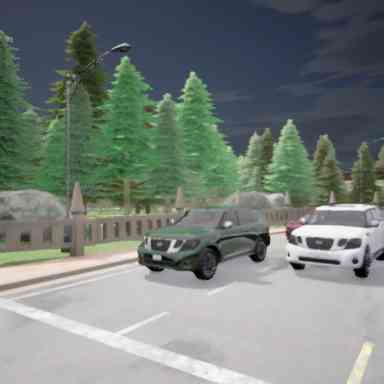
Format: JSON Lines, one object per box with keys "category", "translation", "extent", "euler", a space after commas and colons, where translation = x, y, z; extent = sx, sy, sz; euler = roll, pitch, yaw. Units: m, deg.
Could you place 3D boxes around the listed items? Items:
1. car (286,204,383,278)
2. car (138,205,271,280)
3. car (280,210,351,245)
{"category": "car", "translation": [5.213, 1.459, 11.436], "extent": [2.150, 2.045, 5.566], "euler": [-2, -2, 38]}
{"category": "car", "translation": [0.732, 1.487, 11.310], "extent": [2.150, 2.045, 5.566], "euler": [-2, -2, 38]}
{"category": "car", "translation": [7.146, 1.888, 18.861], "extent": [1.882, 1.535, 5.008], "euler": [-2, -2, 44]}
